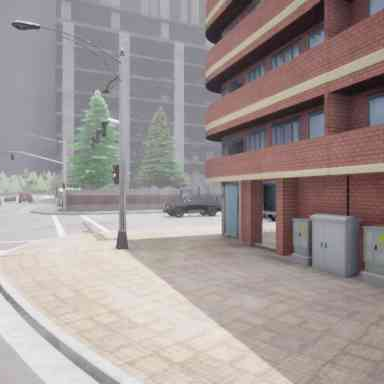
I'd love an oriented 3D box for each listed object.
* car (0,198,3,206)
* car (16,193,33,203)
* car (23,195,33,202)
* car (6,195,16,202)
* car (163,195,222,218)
[{"bbox_3d":[-31.850,1.518,53.801,1.812,1.442,4.674,0,0,-23],"label":"car"},{"bbox_3d":[-34.775,1.216,69.302,2.150,2.045,5.566,0,0,-23],"label":"car"},{"bbox_3d":[-38.935,1.514,79.037,1.812,1.442,4.674,0,0,-23],"label":"car"},{"bbox_3d":[-42.134,1.515,77.618,2.128,1.511,4.902,0,0,-23],"label":"car"},{"bbox_3d":[0.092,1.274,31.261,5.566,2.045,2.150,0,0,-23],"label":"car"}]
